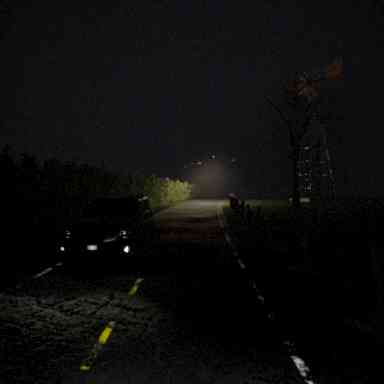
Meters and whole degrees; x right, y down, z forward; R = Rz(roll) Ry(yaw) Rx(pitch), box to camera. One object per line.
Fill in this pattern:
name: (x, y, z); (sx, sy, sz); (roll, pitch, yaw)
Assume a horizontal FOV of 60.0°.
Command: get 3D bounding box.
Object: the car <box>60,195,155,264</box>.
car: (-2.650, 1.140, 11.848); (2.150, 2.045, 5.566); (0, 0, 2)
